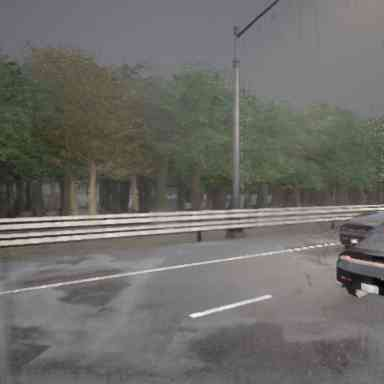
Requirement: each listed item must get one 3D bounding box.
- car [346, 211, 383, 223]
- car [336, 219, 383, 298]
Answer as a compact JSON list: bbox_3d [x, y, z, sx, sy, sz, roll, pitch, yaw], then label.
[{"bbox_3d":[7.912,1.530,13.356,4.892,1.490,1.837,0,0,-33],"label":"car"},{"bbox_3d":[5.169,1.508,7.288,4.902,1.511,2.128,0,0,-34],"label":"car"}]
